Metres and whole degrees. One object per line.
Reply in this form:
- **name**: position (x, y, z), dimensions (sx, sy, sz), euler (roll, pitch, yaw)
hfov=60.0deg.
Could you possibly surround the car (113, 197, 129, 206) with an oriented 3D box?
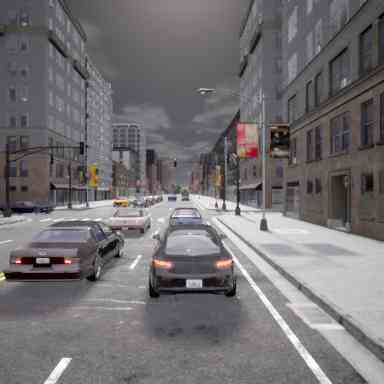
- **car**: position (-10.851, 1.495, 51.511), dimensions (1.882, 1.535, 5.008), euler (0, 0, -1)

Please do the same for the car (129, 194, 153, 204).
- **car**: position (-7.568, 1.508, 50.038), dimensions (2.128, 1.511, 4.902), euler (0, 0, -1)

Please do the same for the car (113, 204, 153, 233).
- **car**: position (-3.510, 1.605, 19.448), dimensions (1.895, 1.301, 4.718), euler (0, 0, -1)

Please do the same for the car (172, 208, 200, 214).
- **car**: position (-0.331, 1.551, 18.031), dimensions (2.033, 1.411, 5.357), euler (0, 0, -1)

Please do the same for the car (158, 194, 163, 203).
- **car**: position (-7.863, 1.546, 69.261), dimensions (2.128, 1.511, 4.902), euler (0, 0, -1)

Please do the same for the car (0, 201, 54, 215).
- **car**: position (-16.224, 1.592, 32.957), dimensions (4.718, 1.301, 1.895), euler (0, 0, 7)

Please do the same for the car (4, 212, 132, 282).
- **car**: position (-3.313, 1.548, 9.783), dimensions (2.033, 1.411, 5.357), euler (0, 0, -1)

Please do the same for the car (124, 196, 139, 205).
- **car**: position (-11.001, 1.545, 60.733), dimensions (1.812, 1.442, 4.674), euler (0, 0, -1)

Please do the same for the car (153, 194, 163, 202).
- **car**: position (-8.068, 1.362, 79.492), dimensions (2.097, 1.767, 4.553), euler (0, 0, -1)

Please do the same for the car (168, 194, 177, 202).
- **car**: position (-4.833, 1.494, 80.301), dimensions (1.882, 1.535, 5.008), euler (0, 0, -1)

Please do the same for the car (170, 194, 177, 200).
- **car**: position (-5.043, 1.388, 90.719), dimensions (1.837, 1.490, 4.892), euler (0, 0, -1)

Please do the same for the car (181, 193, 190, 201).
- **car**: position (-1.592, 1.612, 80.813), dimensions (1.895, 1.301, 4.718), euler (0, 0, -1)

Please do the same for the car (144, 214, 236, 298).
- **car**: position (-0.037, 1.527, 8.444), dimensions (1.812, 1.442, 4.674), euler (0, 0, -2)

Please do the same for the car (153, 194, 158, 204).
- **car**: position (-7.738, 1.511, 59.391), dimensions (2.128, 1.511, 4.902), euler (0, 0, -1)
